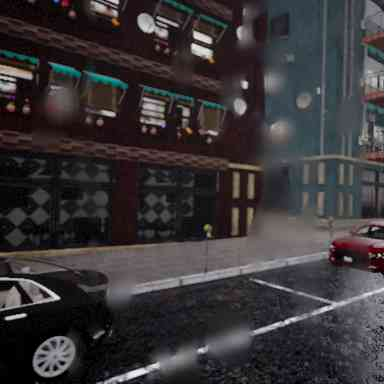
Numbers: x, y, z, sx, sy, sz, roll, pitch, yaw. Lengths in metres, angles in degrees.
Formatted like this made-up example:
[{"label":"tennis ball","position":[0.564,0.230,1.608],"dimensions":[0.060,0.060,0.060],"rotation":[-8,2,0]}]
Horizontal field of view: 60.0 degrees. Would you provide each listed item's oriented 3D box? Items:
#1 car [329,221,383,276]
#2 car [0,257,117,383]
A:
[{"label":"car","position":[6.128,1.619,10.440],"dimensions":[4.507,1.381,1.887],"rotation":[0,2,-35]},{"label":"car","position":[-3.095,1.549,3.860],"dimensions":[4.403,1.369,2.008],"rotation":[0,2,-35]}]
